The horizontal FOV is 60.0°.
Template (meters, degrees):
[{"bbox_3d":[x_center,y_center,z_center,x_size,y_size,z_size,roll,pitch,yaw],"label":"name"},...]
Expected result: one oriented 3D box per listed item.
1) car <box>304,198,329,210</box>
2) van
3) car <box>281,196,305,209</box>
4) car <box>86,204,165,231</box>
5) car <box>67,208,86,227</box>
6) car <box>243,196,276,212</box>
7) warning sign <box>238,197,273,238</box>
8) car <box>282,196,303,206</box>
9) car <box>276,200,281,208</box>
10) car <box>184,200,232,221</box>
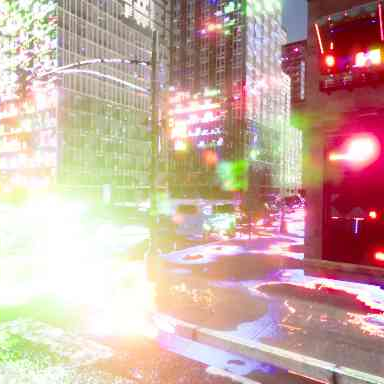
[{"bbox_3d":[16.241,1.537,43.367,1.895,1.301,4.718,1,1,35],"label":"car"},{"bbox_3d":[0.804,1.368,17.003,1.690,1.788,3.998,1,1,35],"label":"van"},{"bbox_3d":[13.041,1.437,44.291,2.033,1.411,5.357,1,1,36],"label":"car"},{"bbox_3d":[-3.828,1.540,20.490,1.895,1.301,4.718,1,1,35],"label":"car"},{"bbox_3d":[-6.045,1.466,21.838,1.947,1.339,4.313,1,1,35],"label":"car"},{"bbox_3d":[6.852,1.383,35.598,1.882,1.535,5.008,1,1,35],"label":"car"},{"bbox_3d":[3.089,1.177,16.116,1.300,1.860,1.060,1,1,35],"label":"warning sign"},{"bbox_3d":[16.193,1.363,53.338,1.752,1.417,4.829,1,1,35],"label":"car"},{"bbox_3d":[9.910,1.293,44.436,1.967,1.590,4.097,1,1,35],"label":"car"},{"bbox_3d":[1.426,1.447,27.927,1.812,1.442,4.674,1,1,35],"label":"car"}]
